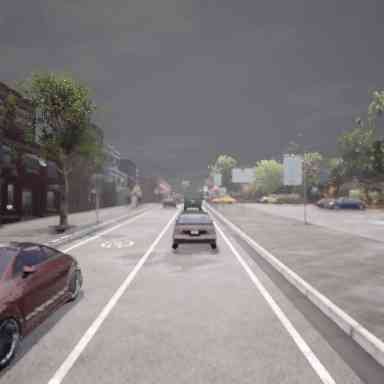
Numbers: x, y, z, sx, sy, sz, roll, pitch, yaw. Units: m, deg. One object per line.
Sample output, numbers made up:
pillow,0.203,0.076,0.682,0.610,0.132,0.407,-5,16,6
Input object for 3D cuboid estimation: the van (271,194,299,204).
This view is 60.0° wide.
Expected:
van,18.424,1.429,64.982,4.442,1.987,1.878,0,-1,0

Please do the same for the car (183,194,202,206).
car,0.095,1.266,41.028,2.150,2.045,5.566,0,0,0

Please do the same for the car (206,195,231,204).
car,6.191,1.687,77.677,5.566,2.045,2.435,0,-2,-1

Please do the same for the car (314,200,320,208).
car,18.680,1.534,44.186,4.674,1.452,2.002,0,0,0

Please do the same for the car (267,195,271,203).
car,18.704,1.702,67.774,5.366,1.575,1.946,0,-1,0

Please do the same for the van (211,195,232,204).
van,6.336,1.556,71.486,4.442,1.987,1.878,0,-1,0

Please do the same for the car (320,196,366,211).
car,18.751,1.364,41.016,4.553,1.767,2.185,0,0,0

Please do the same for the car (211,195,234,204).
car,6.276,1.589,68.447,4.553,1.767,2.185,0,-1,0

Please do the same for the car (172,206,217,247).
car,0.098,1.565,15.004,2.033,1.411,5.357,0,0,0

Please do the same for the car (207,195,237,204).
car,6.083,1.659,65.526,5.366,1.575,1.946,0,-1,0

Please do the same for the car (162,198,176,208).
car,-3.332,1.598,49.799,2.033,1.411,5.357,0,0,0

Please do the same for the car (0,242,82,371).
car,-3.351,1.571,5.491,1.994,1.385,4.181,0,0,0

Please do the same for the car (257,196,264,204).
car,18.422,1.646,76.155,5.566,2.045,2.435,0,-2,-1

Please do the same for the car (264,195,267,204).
car,18.682,1.756,70.435,5.366,1.575,1.946,0,-1,0
